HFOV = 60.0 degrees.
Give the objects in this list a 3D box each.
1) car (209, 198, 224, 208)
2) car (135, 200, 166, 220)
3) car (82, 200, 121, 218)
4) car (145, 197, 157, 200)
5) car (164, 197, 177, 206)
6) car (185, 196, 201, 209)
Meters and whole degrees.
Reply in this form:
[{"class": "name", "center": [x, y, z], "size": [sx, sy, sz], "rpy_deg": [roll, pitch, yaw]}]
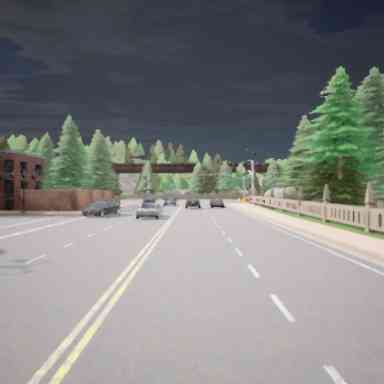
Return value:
[{"class": "car", "center": [3.627, 1.592, 48.853], "size": [1.994, 1.385, 4.181], "rpy_deg": [0, 0, 0]}, {"class": "car", "center": [-3.582, 1.617, 28.276], "size": [1.895, 1.301, 4.718], "rpy_deg": [0, 0, 0]}, {"class": "car", "center": [-8.161, 1.522, 30.432], "size": [1.837, 1.490, 4.892], "rpy_deg": [1, 0, 14]}, {"class": "car", "center": [-6.981, 1.580, 56.213], "size": [2.033, 1.411, 5.357], "rpy_deg": [0, 0, 0]}, {"class": "car", "center": [-3.503, 1.524, 54.340], "size": [2.128, 1.511, 4.902], "rpy_deg": [0, 0, 1]}, {"class": "car", "center": [0.126, 1.380, 47.216], "size": [2.097, 1.767, 4.553], "rpy_deg": [0, 0, 0]}]
